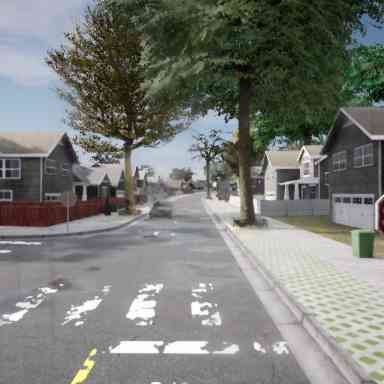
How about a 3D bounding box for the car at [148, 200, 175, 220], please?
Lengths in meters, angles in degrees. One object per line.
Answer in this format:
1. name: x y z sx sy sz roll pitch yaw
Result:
1. car: -2.520 1.510 28.343 1.837 1.490 4.892 0 1 0
